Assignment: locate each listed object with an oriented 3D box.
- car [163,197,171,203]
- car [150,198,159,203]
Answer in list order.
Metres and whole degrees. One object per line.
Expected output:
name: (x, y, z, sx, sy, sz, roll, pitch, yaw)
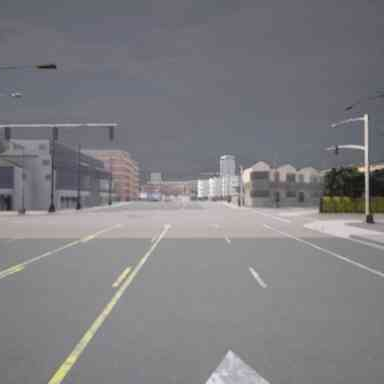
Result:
car: (-7.020, 2.056, 93.243, 2.097, 1.767, 4.553, 0, 0, 0)
car: (-10.520, 2.296, 93.181, 1.895, 1.301, 4.718, 0, 0, 0)
